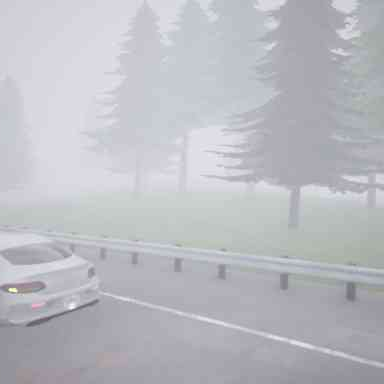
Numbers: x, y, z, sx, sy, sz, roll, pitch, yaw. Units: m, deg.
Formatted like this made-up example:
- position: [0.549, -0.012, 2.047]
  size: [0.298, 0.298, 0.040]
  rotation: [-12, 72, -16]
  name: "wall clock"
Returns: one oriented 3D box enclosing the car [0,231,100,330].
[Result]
- position: [-3.778, 1.503, 6.426]
  size: [4.674, 1.442, 1.812]
  rotation: [0, 0, 34]
  name: "car"
